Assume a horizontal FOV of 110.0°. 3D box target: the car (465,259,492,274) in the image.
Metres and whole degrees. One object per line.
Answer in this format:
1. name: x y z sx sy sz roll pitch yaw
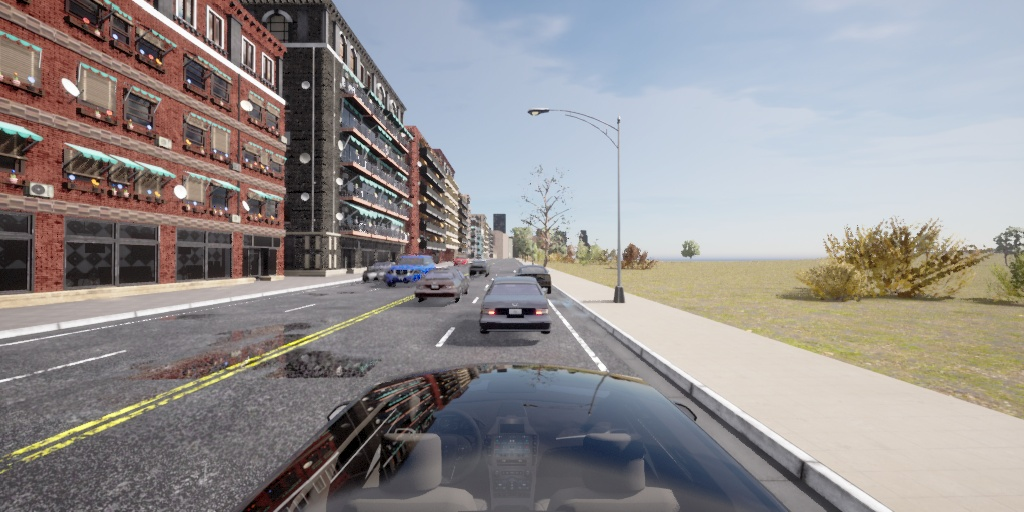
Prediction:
1. car: -3.186 1.257 35.869 1.837 1.490 4.892 0 0 0

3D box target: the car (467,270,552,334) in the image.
1. car: 0.093 1.299 10.586 2.033 1.411 5.357 0 0 0

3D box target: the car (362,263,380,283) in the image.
1. car: -9.877 1.243 27.679 2.128 1.511 4.902 0 0 0

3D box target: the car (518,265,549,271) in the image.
1. car: 1.118 1.230 20.350 1.882 1.535 5.008 0 0 0

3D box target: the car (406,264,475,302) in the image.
1. car: -3.156 1.298 16.952 2.033 1.411 5.357 0 0 -1

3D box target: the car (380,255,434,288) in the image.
1. car: -6.623 0.973 24.137 2.150 2.045 5.566 0 0 0
